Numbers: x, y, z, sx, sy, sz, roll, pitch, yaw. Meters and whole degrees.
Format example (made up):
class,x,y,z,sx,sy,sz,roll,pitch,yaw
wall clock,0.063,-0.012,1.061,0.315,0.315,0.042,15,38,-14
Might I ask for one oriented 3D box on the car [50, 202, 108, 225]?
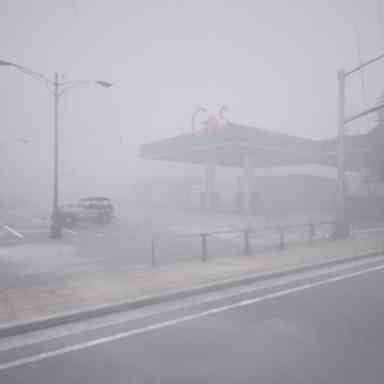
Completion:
class,x,y,z,sx,sy,sz,roll,pitch,yaw
car,-8.573,1.577,25.333,3.806,1.475,1.970,0,0,-36

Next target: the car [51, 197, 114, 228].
class,x,y,z,sx,sy,sz,roll,pitch,yaw
car,-7.131,1.292,22.276,3.866,1.878,1.905,0,0,-36

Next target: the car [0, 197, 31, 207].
class,x,y,z,sx,sy,sz,roll,pitch,yaw
car,-28.586,1.545,53.137,5.027,1.636,2.152,0,0,-36

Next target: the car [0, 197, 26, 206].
class,x,y,z,sx,sy,sz,roll,pitch,yaw
car,-30.457,1.553,55.655,4.514,1.523,2.007,0,0,-36
